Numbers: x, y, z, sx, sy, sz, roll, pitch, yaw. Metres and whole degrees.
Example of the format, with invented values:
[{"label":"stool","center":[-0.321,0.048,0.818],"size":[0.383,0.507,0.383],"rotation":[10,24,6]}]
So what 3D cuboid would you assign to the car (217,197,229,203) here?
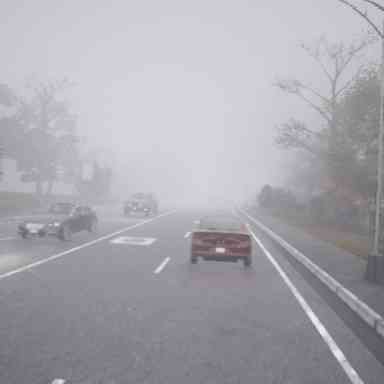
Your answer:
[{"label":"car","center":[8.360,2.092,89.440],"size":[1.837,1.490,4.892],"rotation":[2,0,20]}]

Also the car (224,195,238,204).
[{"label":"car","center":[8.996,2.170,79.413],"size":[1.994,1.385,4.181],"rotation":[2,0,15]}]

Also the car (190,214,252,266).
[{"label":"car","center":[1.049,1.512,11.877],"size":[1.882,1.535,5.008],"rotation":[2,0,5]}]

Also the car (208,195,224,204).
[{"label":"car","center":[5.372,1.685,79.287],"size":[2.150,2.045,5.566],"rotation":[2,0,15]}]

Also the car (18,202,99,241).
[{"label":"car","center":[-5.782,1.226,15.028],"size":[2.128,1.511,4.902],"rotation":[2,0,5]}]

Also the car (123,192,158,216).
[{"label":"car","center":[-4.487,1.024,30.132],"size":[2.150,2.045,5.566],"rotation":[2,0,5]}]

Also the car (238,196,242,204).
[{"label":"car","center":[11.847,1.983,88.794],"size":[2.150,2.045,5.566],"rotation":[2,0,20]}]
